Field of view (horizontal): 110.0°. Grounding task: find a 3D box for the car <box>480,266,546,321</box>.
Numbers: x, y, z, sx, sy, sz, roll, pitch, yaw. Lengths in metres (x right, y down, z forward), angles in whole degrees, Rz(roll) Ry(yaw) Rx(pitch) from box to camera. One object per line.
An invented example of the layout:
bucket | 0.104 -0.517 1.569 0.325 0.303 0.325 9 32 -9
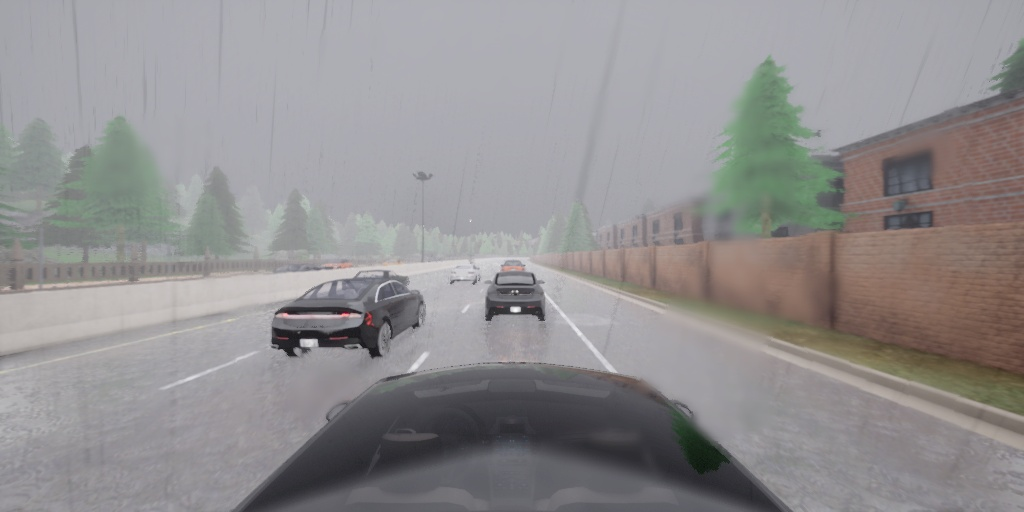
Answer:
car | 0.099 1.263 12.536 1.837 1.490 4.892 0 0 0

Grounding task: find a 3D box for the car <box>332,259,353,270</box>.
car | -21.064 1.135 43.265 2.097 1.767 4.553 0 0 0

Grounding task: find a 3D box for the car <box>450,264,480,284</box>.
car | -3.419 1.296 26.697 1.812 1.442 4.674 0 0 0

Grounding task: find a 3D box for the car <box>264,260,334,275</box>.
car | -14.098 1.259 23.440 2.128 1.511 4.902 0 0 0

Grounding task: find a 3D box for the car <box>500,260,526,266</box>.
car | 0.093 1.125 30.489 2.097 1.767 4.553 0 0 0

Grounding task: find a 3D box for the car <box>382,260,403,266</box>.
car | -17.532 1.269 52.787 1.882 1.535 5.008 0 0 0

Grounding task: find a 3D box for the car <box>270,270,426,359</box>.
car | -3.397 1.247 8.429 2.128 1.511 4.902 0 0 0
